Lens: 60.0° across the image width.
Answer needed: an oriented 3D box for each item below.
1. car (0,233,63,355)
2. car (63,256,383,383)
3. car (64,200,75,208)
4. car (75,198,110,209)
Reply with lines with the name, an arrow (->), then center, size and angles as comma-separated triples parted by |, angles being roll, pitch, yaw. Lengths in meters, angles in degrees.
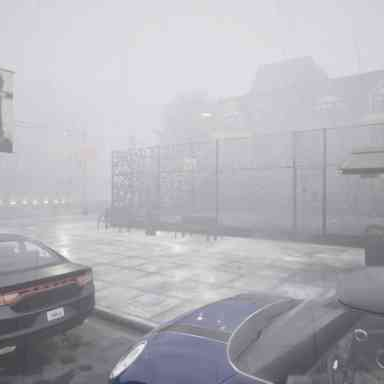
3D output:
car -> -3.844, 1.480, 5.864 | 5.008, 1.535, 2.097 | 0, 0, 35
car -> 1.474, 1.354, 2.256 | 4.553, 1.767, 2.185 | 0, 0, 35
car -> -15.775, 1.547, 48.280 | 2.033, 1.411, 5.357 | 0, 0, 35
car -> -13.315, 1.564, 45.685 | 1.994, 1.385, 4.181 | 0, 0, 35
